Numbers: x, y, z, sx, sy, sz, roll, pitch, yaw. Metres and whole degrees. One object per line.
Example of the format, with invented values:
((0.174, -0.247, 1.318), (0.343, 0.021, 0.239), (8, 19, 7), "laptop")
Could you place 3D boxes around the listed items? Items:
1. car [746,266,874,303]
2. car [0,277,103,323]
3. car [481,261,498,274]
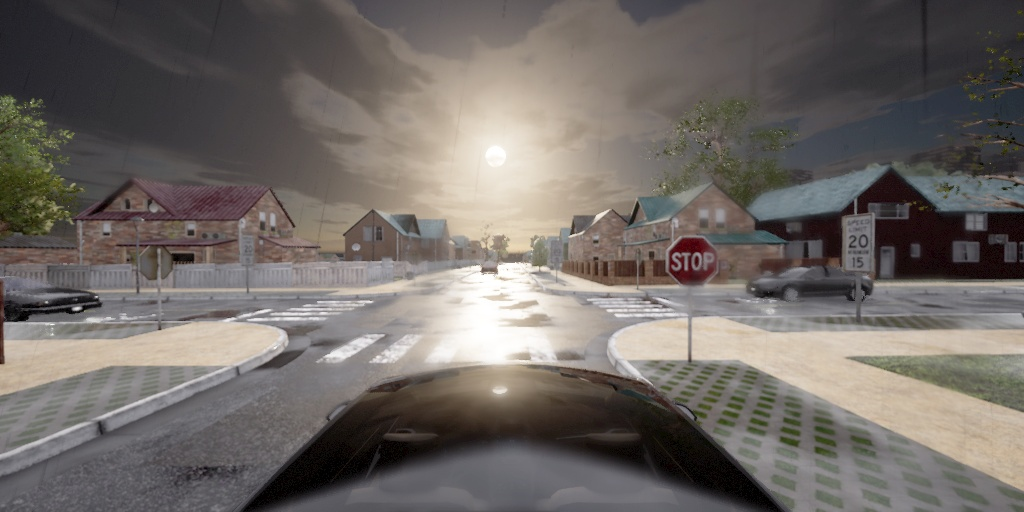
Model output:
((12.993, 1.190, 15.780), (4.892, 1.490, 1.837), (0, 0, -2), "car")
((-17.444, 1.413, 12.126), (5.357, 1.411, 2.033), (0, 0, -1), "car")
((-2.659, 1.370, 43.397), (1.882, 1.535, 5.008), (0, 0, 0), "car")
